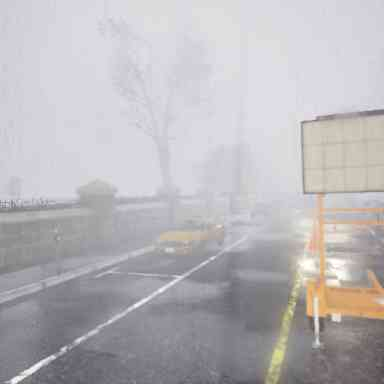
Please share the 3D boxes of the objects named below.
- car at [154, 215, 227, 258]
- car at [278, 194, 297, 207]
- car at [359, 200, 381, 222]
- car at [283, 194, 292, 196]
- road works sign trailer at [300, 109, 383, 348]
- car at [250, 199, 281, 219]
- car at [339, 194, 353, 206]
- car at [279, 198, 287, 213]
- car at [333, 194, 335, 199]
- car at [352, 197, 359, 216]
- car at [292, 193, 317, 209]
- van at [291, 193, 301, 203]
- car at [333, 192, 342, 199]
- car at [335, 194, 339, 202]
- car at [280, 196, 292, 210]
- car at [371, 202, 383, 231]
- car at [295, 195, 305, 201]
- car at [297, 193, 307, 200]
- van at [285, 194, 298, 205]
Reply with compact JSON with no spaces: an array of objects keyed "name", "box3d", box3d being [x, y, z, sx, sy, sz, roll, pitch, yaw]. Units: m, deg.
[{"name":"car","box3d":[0.118,1.620,13.405,1.752,1.417,4.829,-2,0,21]},{"name":"car","box3d":[14.521,1.234,50.270,2.192,1.841,5.009,-2,-1,21]},{"name":"car","box3d":[12.081,1.318,21.000,2.008,1.369,4.403,-2,0,21]},{"name":"car","box3d":[12.476,1.378,45.024,1.967,1.590,4.097,-2,0,21]},{"name":"road works sign trailer","box3d":[3.191,0.404,5.743,2.380,3.560,2.880,-2,0,21]},{"name":"car","box3d":[6.331,1.577,29.295,1.947,1.339,4.313,-2,0,21]},{"name":"car","box3d":[22.331,1.229,47.217,1.802,1.307,4.206,-2,-1,21]},{"name":"car","box3d":[8.381,1.566,34.540,1.802,1.307,4.206,-2,0,21]},{"name":"car","box3d":[32.581,1.118,73.437,1.947,1.339,4.313,-2,-1,21]},{"name":"car","box3d":[14.131,1.285,26.244,1.887,1.381,4.507,-2,0,21]},{"name":"car","box3d":[15.006,1.076,44.199,2.150,2.045,5.566,-2,-1,22]},{"name":"van","box3d":[20.673,1.203,66.002,1.690,1.788,3.998,-2,-1,21]},{"name":"car","box3d":[36.677,0.959,83.925,1.967,1.590,4.097,-2,-1,21]},{"name":"car","box3d":[26.427,1.049,57.706,1.967,1.590,4.097,-2,-1,21]},{"name":"car","box3d":[10.429,1.504,39.782,1.887,1.381,4.507,-2,0,21]},{"name":"car","box3d":[10.031,1.361,15.756,1.947,1.339,4.313,-2,0,21]},{"name":"car","box3d":[24.781,1.390,76.487,1.947,1.339,4.313,-2,-1,21]},{"name":"car","box3d":[28.873,1.106,86.976,2.192,1.841,5.009,-2,-1,21]},{"name":"van","box3d":[16.573,1.241,55.514,1.690,1.788,3.998,-2,-1,21]}]
